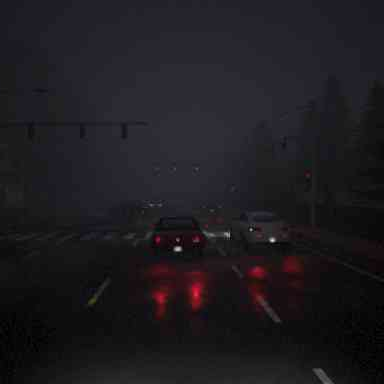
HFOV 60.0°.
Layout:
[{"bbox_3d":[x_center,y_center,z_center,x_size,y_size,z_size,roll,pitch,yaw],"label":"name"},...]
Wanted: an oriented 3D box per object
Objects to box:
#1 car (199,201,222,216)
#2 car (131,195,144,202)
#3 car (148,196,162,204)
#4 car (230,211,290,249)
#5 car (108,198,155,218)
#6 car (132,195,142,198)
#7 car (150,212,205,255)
[{"bbox_3d":[1.804,1.596,33.771,1.812,1.442,4.674,0,0,-3],"label":"car"},{"bbox_3d":[-13.386,1.590,81.060,2.097,1.767,4.553,0,0,-22],"label":"car"},{"bbox_3d":[-7.143,1.533,67.272,2.097,1.767,4.553,0,0,-3],"label":"car"},{"bbox_3d":[2.853,1.546,14.584,1.812,1.442,4.674,0,0,-3],"label":"car"},{"bbox_3d":[-6.034,1.614,31.204,4.902,1.511,2.128,-1,-1,45],"label":"car"},{"bbox_3d":[-10.572,1.749,65.741,1.994,1.385,4.181,0,0,-3],"label":"car"},{"bbox_3d":[-0.588,1.633,13.401,1.895,1.301,4.718,0,0,-3],"label":"car"}]
